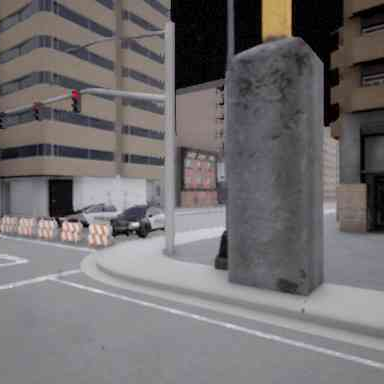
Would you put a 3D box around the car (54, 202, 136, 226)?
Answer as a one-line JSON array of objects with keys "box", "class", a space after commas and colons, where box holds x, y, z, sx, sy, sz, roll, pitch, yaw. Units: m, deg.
[{"box": [-5.950, 1.316, 20.562, 4.536, 1.218, 1.853, 0, 0, -30], "class": "car"}]

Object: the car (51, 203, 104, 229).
[{"box": [-5.994, 1.473, 20.536, 4.974, 1.542, 2.038, 0, 0, -30], "class": "car"}]

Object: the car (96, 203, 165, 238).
[{"box": [-2.798, 1.469, 17.855, 2.038, 1.542, 4.974, 0, 0, 15], "class": "car"}]

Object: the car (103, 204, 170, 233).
[{"box": [-2.785, 1.311, 17.905, 1.853, 1.218, 4.536, 0, 0, 15], "class": "car"}]
